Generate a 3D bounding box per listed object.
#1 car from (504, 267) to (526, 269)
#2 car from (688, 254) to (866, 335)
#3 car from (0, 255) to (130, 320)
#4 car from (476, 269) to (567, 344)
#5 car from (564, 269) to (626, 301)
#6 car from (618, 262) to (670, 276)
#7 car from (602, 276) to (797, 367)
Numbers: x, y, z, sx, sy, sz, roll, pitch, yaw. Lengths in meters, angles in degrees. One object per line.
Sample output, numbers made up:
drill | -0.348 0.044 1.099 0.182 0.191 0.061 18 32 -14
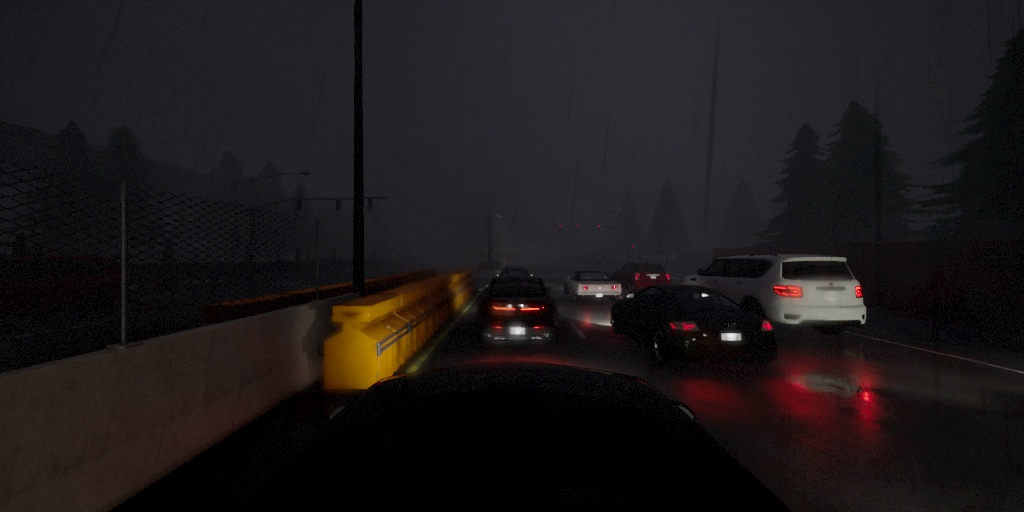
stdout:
car | 0.147 1.297 19.118 2.033 1.411 5.357 0 0 0
car | 7.126 0.971 10.669 2.150 2.045 5.566 0 0 0
car | -14.042 0.974 9.779 2.150 2.045 5.566 0 0 1
car | 0.122 1.255 9.601 1.837 1.490 4.892 0 0 0
car | 3.643 1.351 17.152 1.895 1.301 4.718 0 0 0
car | 7.152 1.102 20.255 2.097 1.767 4.553 0 0 0
car | 3.626 1.314 7.970 1.994 1.385 4.181 0 0 -1
